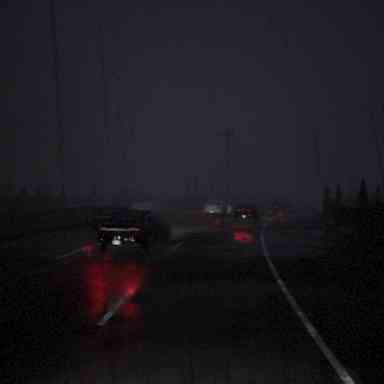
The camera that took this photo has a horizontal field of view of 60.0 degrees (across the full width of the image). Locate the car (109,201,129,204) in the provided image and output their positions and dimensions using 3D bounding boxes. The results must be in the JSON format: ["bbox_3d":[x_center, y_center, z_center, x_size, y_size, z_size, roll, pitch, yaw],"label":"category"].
[{"bbox_3d":[-7.734,1.565,34.325,1.895,1.301,4.718,0,0,20],"label":"car"}]

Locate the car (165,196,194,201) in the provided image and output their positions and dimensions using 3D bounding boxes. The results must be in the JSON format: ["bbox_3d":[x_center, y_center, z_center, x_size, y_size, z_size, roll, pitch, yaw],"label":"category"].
[{"bbox_3d":[-1.625,1.510,54.833,2.033,1.411,5.357,0,0,32],"label":"car"}]

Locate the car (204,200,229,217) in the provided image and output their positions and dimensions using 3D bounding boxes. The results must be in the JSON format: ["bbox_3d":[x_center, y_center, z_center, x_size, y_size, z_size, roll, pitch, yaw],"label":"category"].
[{"bbox_3d":[2.542,1.510,31.347,1.812,1.442,4.674,0,0,21],"label":"car"}]

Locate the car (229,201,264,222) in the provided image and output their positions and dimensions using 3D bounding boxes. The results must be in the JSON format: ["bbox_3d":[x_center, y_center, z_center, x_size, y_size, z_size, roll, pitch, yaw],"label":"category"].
[{"bbox_3d":[4.469,1.495,26.211,1.837,1.490,4.892,0,0,18],"label":"car"}]

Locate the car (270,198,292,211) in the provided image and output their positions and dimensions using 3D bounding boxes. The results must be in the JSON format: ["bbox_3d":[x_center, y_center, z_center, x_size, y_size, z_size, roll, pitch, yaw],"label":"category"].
[{"bbox_3d":[11.016,1.518,41.330,1.812,1.442,4.674,0,0,29],"label":"car"}]

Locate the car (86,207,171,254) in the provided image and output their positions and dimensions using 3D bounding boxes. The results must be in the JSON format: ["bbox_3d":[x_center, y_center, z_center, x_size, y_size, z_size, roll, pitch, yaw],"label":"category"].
[{"bbox_3d":[-2.157,1.479,13.572,2.128,1.511,4.902,0,0,9],"label":"car"}]
